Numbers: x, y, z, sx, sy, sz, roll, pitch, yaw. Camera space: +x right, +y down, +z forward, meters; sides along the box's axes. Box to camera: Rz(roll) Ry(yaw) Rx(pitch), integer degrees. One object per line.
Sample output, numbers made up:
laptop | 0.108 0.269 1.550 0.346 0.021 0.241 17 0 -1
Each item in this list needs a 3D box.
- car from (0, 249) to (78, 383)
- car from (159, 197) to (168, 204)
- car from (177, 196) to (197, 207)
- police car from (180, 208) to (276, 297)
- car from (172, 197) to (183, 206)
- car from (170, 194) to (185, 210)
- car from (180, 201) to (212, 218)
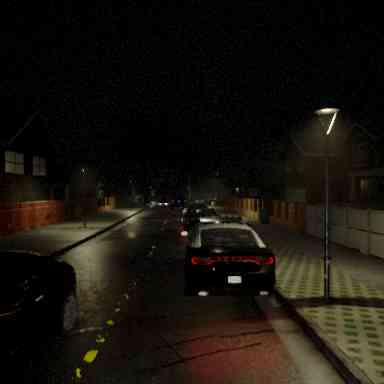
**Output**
car | -2.816 1.530 3.982 1.812 1.442 4.674 0 0 -1
car | -6.178 1.773 71.916 2.033 1.411 5.357 0 0 -3
car | 0.179 1.405 24.721 2.097 1.767 4.553 0 0 -3
police car | 0.746 1.436 8.793 1.930 1.638 5.238 0 0 -1
car | -2.663 1.664 60.059 1.882 1.535 5.008 0 0 -3
car | -1.828 1.358 45.763 2.150 2.045 5.566 0 0 -3
car | 0.456 1.512 18.727 1.882 1.535 5.008 0 0 -2
